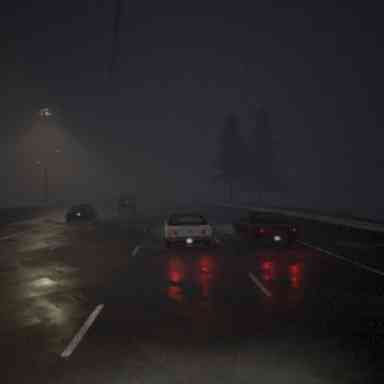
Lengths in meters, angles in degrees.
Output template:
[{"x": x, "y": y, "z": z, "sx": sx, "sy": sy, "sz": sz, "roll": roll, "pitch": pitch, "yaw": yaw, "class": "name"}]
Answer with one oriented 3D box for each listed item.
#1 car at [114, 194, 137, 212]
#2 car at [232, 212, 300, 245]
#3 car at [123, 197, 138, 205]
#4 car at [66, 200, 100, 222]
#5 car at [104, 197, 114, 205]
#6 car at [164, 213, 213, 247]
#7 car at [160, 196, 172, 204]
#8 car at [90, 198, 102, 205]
[{"x": -7.970, "y": 1.316, "z": 40.084, "sx": 2.150, "sy": 2.045, "sz": 5.566, "roll": 0, "pitch": 0, "yaw": -14, "class": "car"}, {"x": 3.185, "y": 1.560, "z": 15.419, "sx": 1.895, "sy": 1.301, "sz": 4.718, "roll": -1, "pitch": 0, "yaw": -5, "class": "car"}, {"x": -11.632, "y": 1.663, "z": 62.764, "sx": 1.812, "sy": 1.442, "sz": 4.674, "roll": 0, "pitch": 0, "yaw": -22, "class": "car"}, {"x": -9.054, "y": 1.673, "z": 27.516, "sx": 1.994, "sy": 1.385, "sz": 4.181, "roll": -1, "pitch": 0, "yaw": -10, "class": "car"}, {"x": -15.166, "y": 1.686, "z": 62.237, "sx": 1.837, "sy": 1.490, "sz": 4.892, "roll": 0, "pitch": 0, "yaw": -21, "class": "car"}, {"x": -0.302, "y": 1.603, "z": 15.028, "sx": 1.895, "sy": 1.301, "sz": 4.718, "roll": -1, "pitch": 0, "yaw": -5, "class": "car"}, {"x": -4.910, "y": 1.546, "z": 63.559, "sx": 2.128, "sy": 1.511, "sz": 4.902, "roll": -1, "pitch": 0, "yaw": -12, "class": "car"}, {"x": -17.940, "y": 1.816, "z": 61.352, "sx": 1.895, "sy": 1.301, "sz": 4.718, "roll": -1, "pitch": 0, "yaw": -23, "class": "car"}]
